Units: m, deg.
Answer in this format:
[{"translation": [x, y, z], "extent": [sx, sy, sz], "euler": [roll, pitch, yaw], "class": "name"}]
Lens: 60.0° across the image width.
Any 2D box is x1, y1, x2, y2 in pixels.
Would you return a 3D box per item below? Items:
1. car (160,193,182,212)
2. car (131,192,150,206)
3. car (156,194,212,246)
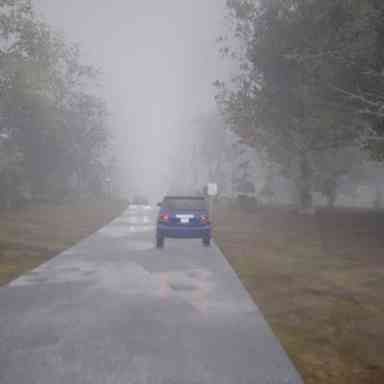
[{"translation": [-2.169, 0.987, 32.980], "extent": [1.882, 1.535, 5.008], "euler": [2, 1, -7], "class": "car"}, {"translation": [-6.233, 0.824, 40.373], "extent": [1.837, 1.490, 4.892], "euler": [2, 1, -9], "class": "car"}, {"translation": [-0.402, 1.069, 14.777], "extent": [2.150, 2.045, 5.566], "euler": [1, 1, -3], "class": "car"}]
